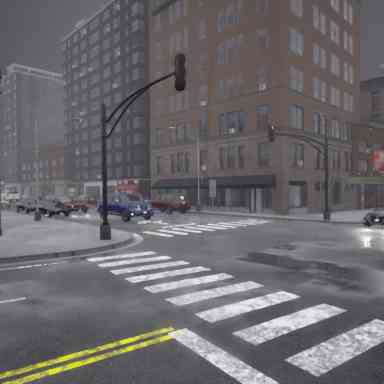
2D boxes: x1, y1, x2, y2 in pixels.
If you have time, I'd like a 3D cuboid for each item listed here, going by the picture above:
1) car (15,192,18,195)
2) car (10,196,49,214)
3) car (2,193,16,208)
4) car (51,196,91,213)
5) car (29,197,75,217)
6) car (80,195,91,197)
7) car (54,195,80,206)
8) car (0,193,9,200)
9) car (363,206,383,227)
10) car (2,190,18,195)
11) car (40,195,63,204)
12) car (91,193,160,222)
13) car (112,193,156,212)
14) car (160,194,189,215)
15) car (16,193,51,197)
[{"bbox_3d":[-29.191,1.043,58.898,1.802,1.307,4.206,0,1,-44],"label":"car"},{"bbox_3d":[-16.172,1.374,33.170,1.947,1.339,4.313,0,1,-44],"label":"car"},{"bbox_3d":[-23.708,1.247,40.964,1.752,1.417,4.829,0,1,-44],"label":"car"},{"bbox_3d":[-12.060,1.394,32.872,1.895,1.301,4.718,-1,1,-44],"label":"car"},{"bbox_3d":[-12.344,1.417,29.211,1.947,1.339,4.313,0,1,-44],"label":"car"},{"bbox_3d":[-13.877,1.083,43.059,1.967,1.590,4.097,0,1,-44],"label":"car"},{"bbox_3d":[-17.706,1.181,47.020,1.802,1.307,4.206,0,1,-44],"label":"car"},{"bbox_3d":[-40.676,0.884,70.775,1.947,1.339,4.313,0,1,-44],"label":"car"},{"bbox_3d":[12.349,1.507,20.463,4.181,1.385,1.994,2,-2,-35],"label":"car"},{"bbox_3d":[-31.865,0.710,57.953,2.150,2.045,5.566,-1,1,-44],"label":"car"},{"bbox_3d":[-21.534,1.135,50.979,1.802,1.307,4.206,0,1,-44],"label":"car"},{"bbox_3d":[-5.297,1.089,25.873,2.150,2.045,5.566,-1,1,-44],"label":"car"},{"bbox_3d":[-6.219,1.044,35.139,2.192,1.841,5.009,0,1,-44],"label":"car"},{"bbox_3d":[-2.391,1.087,31.180,2.192,1.841,5.009,0,1,-44],"label":"car"},{"bbox_3d":[-19.329,1.215,40.410,1.837,1.490,4.892,-1,1,-44],"label":"car"}]
